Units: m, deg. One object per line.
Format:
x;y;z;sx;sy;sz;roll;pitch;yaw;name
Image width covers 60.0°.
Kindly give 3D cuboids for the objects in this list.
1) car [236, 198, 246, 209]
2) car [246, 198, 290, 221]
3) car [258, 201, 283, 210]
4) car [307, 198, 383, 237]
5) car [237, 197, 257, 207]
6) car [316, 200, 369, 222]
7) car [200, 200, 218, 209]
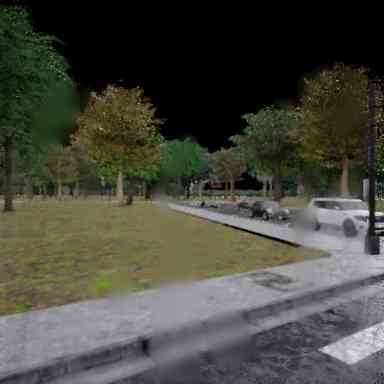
8.670;1.952;52.587;2.033;1.411;5.357;1;0;-12;car
6.851;1.578;29.669;2.097;1.767;4.553;1;-1;-12;car
12.141;2.040;51.836;1.895;1.301;4.718;1;0;-12;car
9.015;1.395;19.648;2.150;2.045;5.566;1;0;-12;car
10.046;1.827;61.559;2.097;1.767;4.553;1;0;-12;car
13.572;1.654;30.290;2.097;1.767;4.553;1;0;-12;car
2.527;1.884;49.998;1.994;1.385;4.181;1;-1;-12;car
